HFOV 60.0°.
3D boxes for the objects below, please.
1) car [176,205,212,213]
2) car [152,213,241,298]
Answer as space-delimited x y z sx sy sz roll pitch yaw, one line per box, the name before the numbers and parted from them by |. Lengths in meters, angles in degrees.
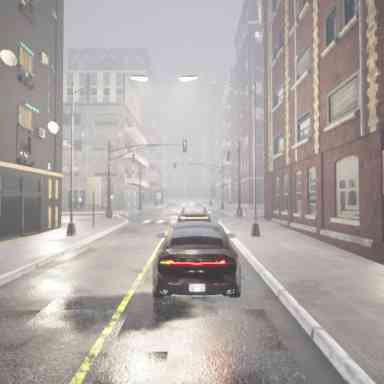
car | 0.130 1.507 18.913 2.128 1.511 4.902 0 0 0
car | 0.106 1.510 8.521 1.837 1.490 4.892 0 0 0
